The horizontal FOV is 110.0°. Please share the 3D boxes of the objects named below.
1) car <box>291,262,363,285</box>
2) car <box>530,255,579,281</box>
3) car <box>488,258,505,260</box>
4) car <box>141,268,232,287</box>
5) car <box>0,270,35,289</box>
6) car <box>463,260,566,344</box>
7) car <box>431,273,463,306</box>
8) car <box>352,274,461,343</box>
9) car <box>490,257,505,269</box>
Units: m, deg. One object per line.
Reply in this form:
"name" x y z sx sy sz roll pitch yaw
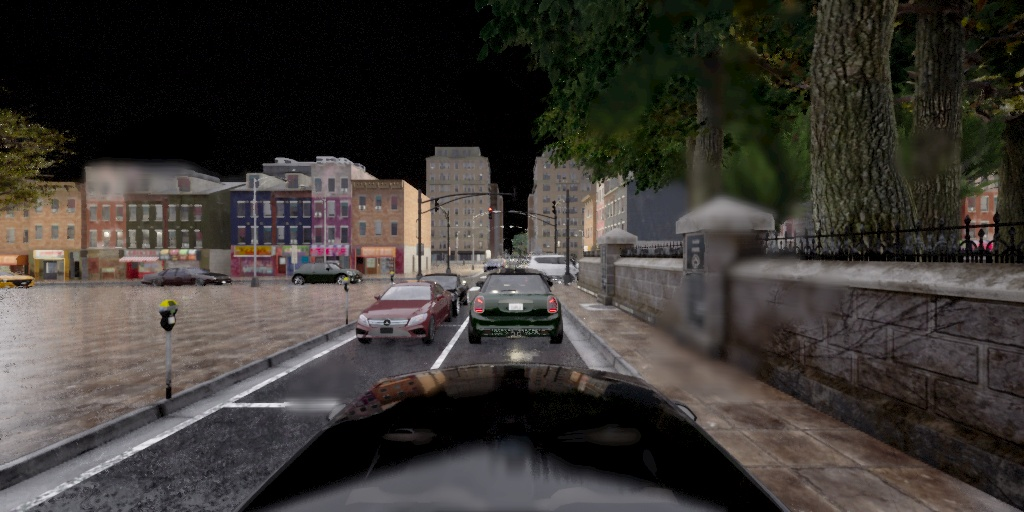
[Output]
"car" -13.391 1.230 26.207 4.553 1.767 2.097 -1 0 0
"car" 3.781 0.929 26.595 5.566 2.045 2.150 0 2 23
"car" -2.290 1.091 43.623 2.097 1.767 4.553 0 0 0
"car" -23.692 1.555 26.166 5.357 1.411 2.033 -1 0 0
"car" -38.072 1.718 26.136 5.008 1.535 1.882 0 0 0
"car" 0.073 1.101 9.752 2.097 1.767 4.553 0 0 0
"car" -2.638 1.315 13.299 1.948 1.339 4.313 0 0 0
"car" -2.638 1.331 9.637 1.802 1.307 4.207 0 0 0
"car" -2.289 1.088 57.617 2.097 1.767 4.553 0 0 0
